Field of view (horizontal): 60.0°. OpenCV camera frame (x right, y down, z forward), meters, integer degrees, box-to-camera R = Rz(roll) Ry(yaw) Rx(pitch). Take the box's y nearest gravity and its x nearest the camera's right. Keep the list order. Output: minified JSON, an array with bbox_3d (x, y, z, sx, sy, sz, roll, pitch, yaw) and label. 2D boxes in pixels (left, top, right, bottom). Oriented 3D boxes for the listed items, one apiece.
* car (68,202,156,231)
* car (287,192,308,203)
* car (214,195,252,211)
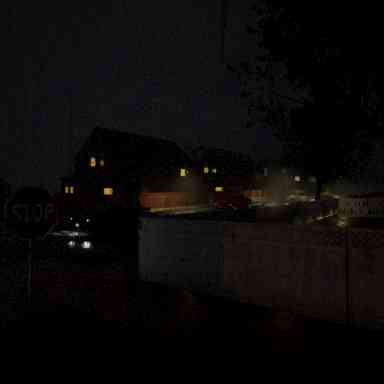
[{"bbox_3d":[-4.370,1.280,19.278,2.033,1.411,5.357,2,2,35],"label":"car"},{"bbox_3d":[14.725,0.789,46.220,1.812,1.442,4.674,2,2,35],"label":"car"},{"bbox_3d":[3.910,0.992,31.024,1.882,1.535,5.008,2,2,35],"label":"car"}]
